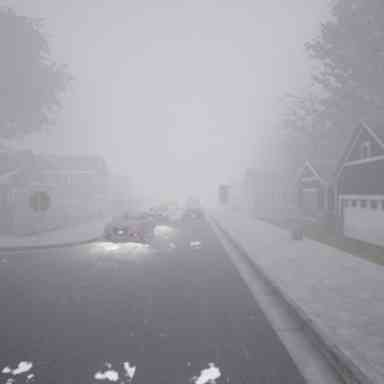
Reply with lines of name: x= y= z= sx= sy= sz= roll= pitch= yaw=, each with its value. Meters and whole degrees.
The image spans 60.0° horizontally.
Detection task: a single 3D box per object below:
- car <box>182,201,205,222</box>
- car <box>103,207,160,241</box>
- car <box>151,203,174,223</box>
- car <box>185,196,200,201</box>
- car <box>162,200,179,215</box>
car: x=0.129 y=1.773 z=28.788 sx=1.812 sy=1.442 sz=4.674 roll=0 pitch=0 yaw=0
car: x=-3.204 y=1.716 z=17.675 sx=1.994 sy=1.385 sz=4.181 roll=0 pitch=-1 yaw=5
car: x=-2.839 y=1.840 z=27.862 sx=1.895 sy=1.301 sz=4.718 roll=0 pitch=-1 yaw=0
car: x=0.118 y=1.714 z=54.265 sx=2.150 sy=2.045 sz=5.566 roll=0 pitch=0 yaw=0
car: x=-2.839 y=1.817 z=39.095 sx=1.882 sy=1.535 sz=5.008 roll=0 pitch=-1 yaw=0
